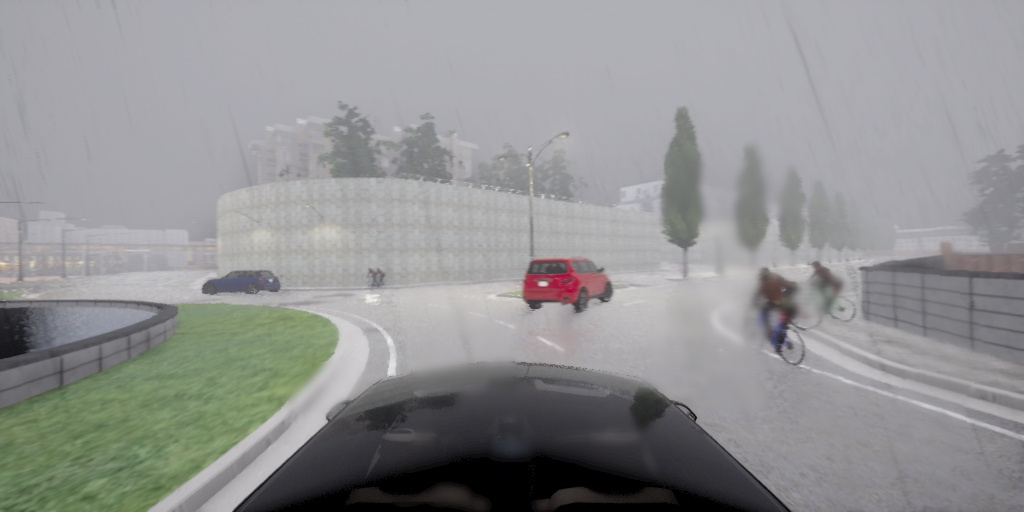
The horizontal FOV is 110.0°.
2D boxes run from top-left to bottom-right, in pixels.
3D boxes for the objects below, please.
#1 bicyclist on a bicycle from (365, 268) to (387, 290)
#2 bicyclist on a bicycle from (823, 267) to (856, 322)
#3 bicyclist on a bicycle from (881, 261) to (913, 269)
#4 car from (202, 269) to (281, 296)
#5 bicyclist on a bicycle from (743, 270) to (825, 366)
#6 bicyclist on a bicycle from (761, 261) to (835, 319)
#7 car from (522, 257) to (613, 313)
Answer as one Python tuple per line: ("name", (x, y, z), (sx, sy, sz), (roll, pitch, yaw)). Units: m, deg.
("bicyclist on a bicycle", (-9.773, 1.666, 26.446), (0.582, 1.620, 1.656), (8, 8, 21))
("bicyclist on a bicycle", (8.777, 0.981, 10.113), (0.582, 1.620, 1.656), (-1, -1, -9))
("bicyclist on a bicycle", (11.183, 0.950, 9.782), (1.620, 1.656, 0.582), (-2, 0, 44))
("car", (-18.598, 1.747, 24.699), (4.553, 1.767, 2.097), (-1, -1, 5))
("bicyclist on a bicycle", (4.993, 1.167, 6.937), (0.582, 1.620, 1.656), (-1, -1, 1))
("bicyclist on a bicycle", (6.496, 1.077, 8.728), (1.656, 1.620, 0.582), (-11, -4, 17))
("car", (2.449, 1.082, 14.944), (2.150, 2.045, 5.566), (-3, -1, 30))
